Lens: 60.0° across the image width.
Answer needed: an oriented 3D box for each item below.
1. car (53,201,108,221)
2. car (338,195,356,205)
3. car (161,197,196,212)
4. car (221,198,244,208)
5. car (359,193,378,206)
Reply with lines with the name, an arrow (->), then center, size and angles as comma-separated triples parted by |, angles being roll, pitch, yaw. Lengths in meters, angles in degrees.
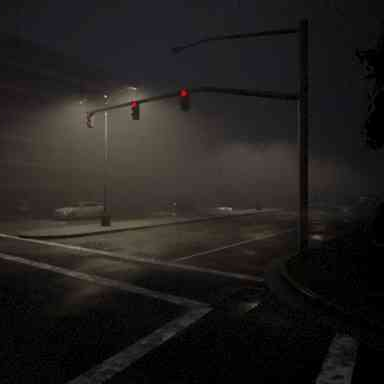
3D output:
car -> -9.170, 1.526, 27.652 | 1.812, 1.442, 4.674 | 0, 0, 36
car -> 26.620, 1.355, 57.087 | 2.097, 1.767, 4.553 | 0, 0, 36
car -> -1.464, 1.351, 38.277 | 2.097, 1.767, 4.553 | 0, 0, 36
car -> 5.931, 1.564, 48.456 | 1.994, 1.385, 4.181 | 0, 0, 36
car -> 28.732, 1.221, 54.038 | 2.150, 2.045, 5.566 | 0, 0, 36
